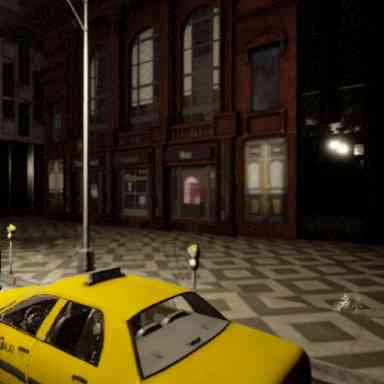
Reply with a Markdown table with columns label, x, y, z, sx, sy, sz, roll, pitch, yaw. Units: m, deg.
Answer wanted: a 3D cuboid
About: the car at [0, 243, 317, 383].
| label | x | y | z | sx | sy | sz | roll | pitch | yaw |
| --- | --- | --- | --- | --- | --- | --- | --- | --- | --- |
| car | -1.165 | 1.531 | 3.789 | 4.829 | 1.417 | 1.752 | 0 | 0 | 35 |
